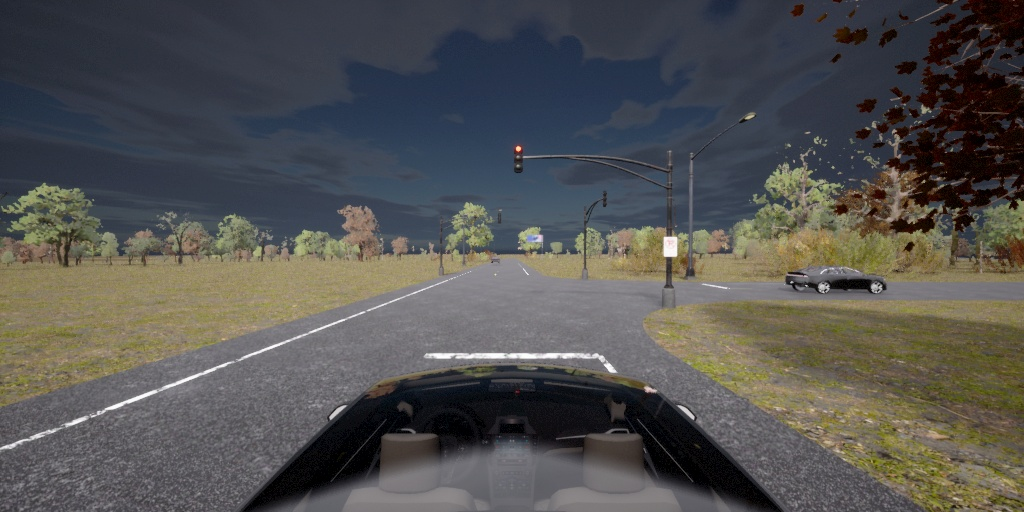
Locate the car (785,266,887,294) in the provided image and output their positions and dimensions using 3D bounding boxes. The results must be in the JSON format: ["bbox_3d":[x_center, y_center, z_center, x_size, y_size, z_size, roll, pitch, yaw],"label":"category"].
[{"bbox_3d":[18.329,1.309,20.360,4.902,1.511,2.128,0,1,0],"label":"car"}]
